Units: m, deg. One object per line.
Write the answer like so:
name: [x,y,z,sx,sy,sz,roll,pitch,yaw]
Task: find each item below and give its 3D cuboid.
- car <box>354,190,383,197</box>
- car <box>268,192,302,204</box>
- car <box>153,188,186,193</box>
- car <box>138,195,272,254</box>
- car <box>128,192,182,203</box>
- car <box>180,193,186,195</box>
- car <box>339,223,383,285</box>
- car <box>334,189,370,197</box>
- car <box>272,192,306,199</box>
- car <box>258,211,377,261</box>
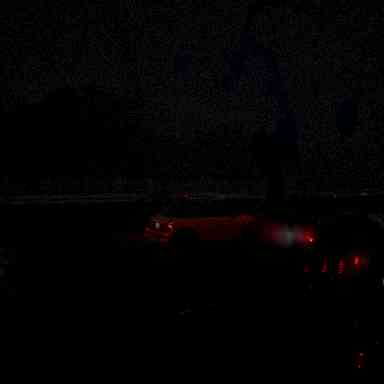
car: [21.667,0.870,39.117,4.892,1.490,1.837,0,1,-33]
car: [12.848,0.773,45.902,4.674,1.442,1.812,0,1,-33]
car: [-3.086,0.636,35.482,5.566,2.045,2.150,0,1,-33]
car: [0.578,1.140,12.678,4.553,1.767,2.097,-1,1,-33]
car: [-3.624,0.992,30.963,4.892,1.490,1.837,-1,1,-33]
car: [1.896,1.046,30.389,5.357,1.411,2.033,-1,1,-33]
car: [5.732,1.472,7.692,4.718,1.301,1.895,-1,1,-33]
car: [19.867,0.664,42.115,4.553,1.767,2.097,-1,1,-33]
car: [11.963,0.801,41.160,5.008,1.535,1.882,0,1,-33]
car: [5.040,1.357,11.424,5.357,1.411,2.033,-1,1,-33]
